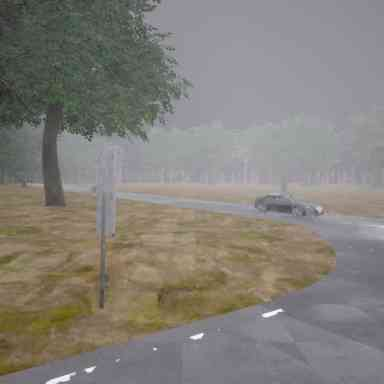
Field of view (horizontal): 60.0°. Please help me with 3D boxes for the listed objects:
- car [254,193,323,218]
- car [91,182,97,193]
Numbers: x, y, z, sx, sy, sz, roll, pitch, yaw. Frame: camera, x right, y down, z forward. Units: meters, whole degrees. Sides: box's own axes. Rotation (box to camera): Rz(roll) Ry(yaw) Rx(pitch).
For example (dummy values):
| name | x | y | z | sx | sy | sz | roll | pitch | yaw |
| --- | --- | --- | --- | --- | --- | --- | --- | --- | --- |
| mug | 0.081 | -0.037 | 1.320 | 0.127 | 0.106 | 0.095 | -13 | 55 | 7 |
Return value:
| name | x | y | z | sx | sy | sz | roll | pitch | yaw |
| --- | --- | --- | --- | --- | --- | --- | --- | --- | --- |
| car | 6.392 | 0.840 | 22.427 | 2.128 | 1.511 | 4.902 | 2 | 1 | -38 |
| car | -12.660 | -0.589 | 46.867 | 1.837 | 1.490 | 4.892 | 2 | 2 | -38 |
